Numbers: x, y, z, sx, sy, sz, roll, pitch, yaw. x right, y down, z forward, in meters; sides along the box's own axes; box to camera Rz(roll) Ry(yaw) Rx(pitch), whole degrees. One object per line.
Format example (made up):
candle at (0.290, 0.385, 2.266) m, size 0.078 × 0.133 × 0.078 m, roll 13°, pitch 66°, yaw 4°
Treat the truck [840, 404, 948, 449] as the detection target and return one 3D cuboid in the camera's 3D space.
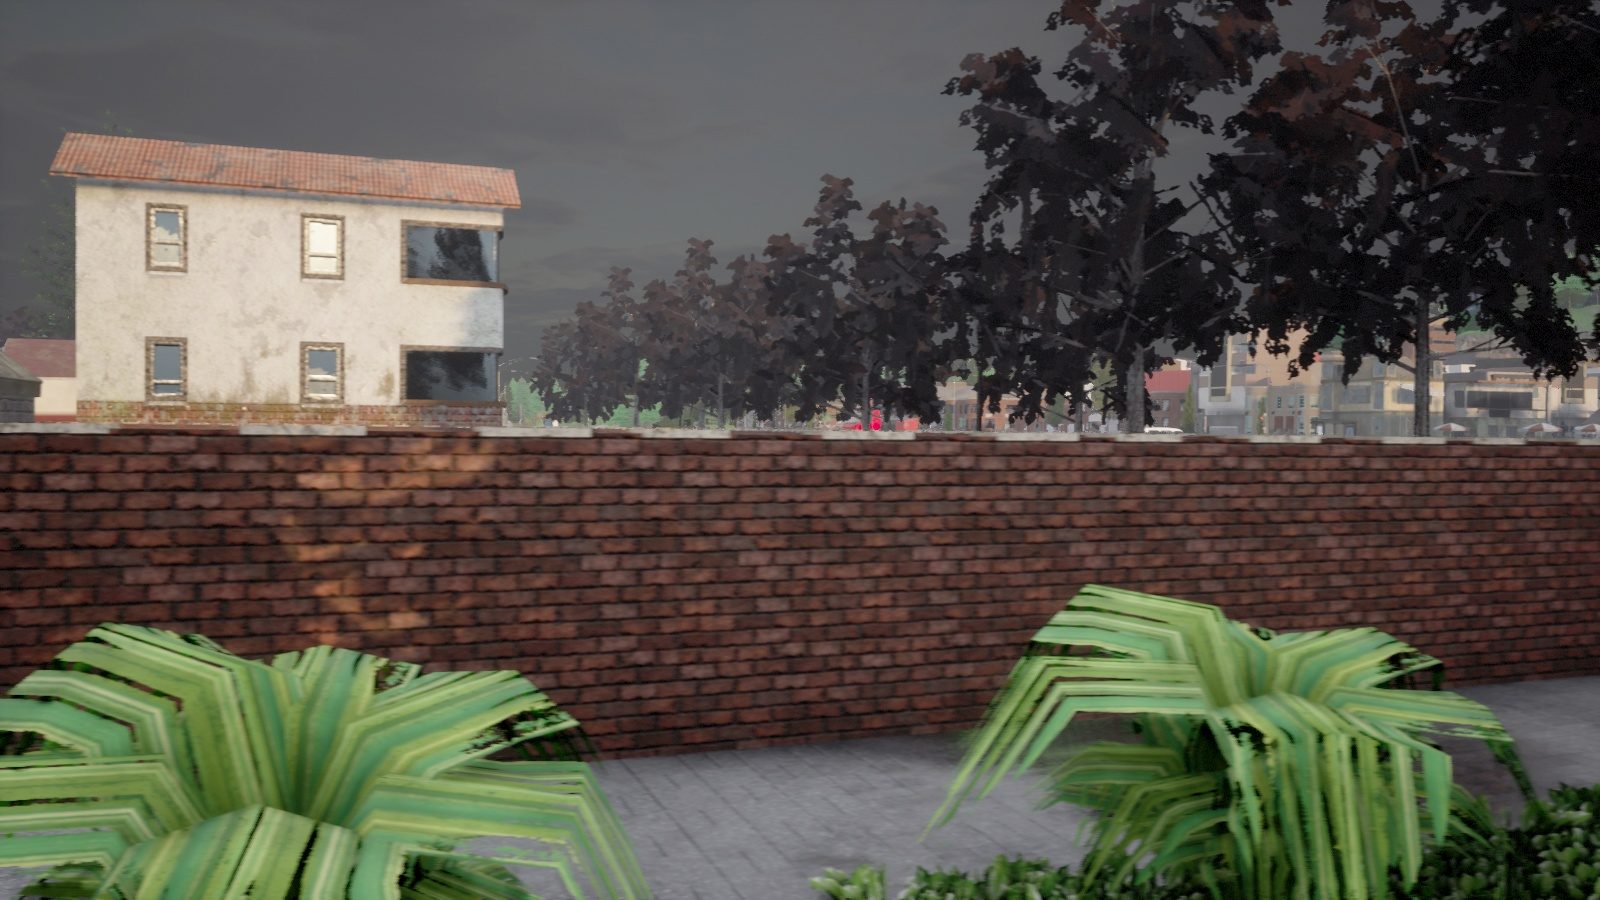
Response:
truck at (7.426, -1.874, 98.955) m, size 7.936 × 3.462 × 2.891 m, roll -1°, pitch 1°, yaw -19°
